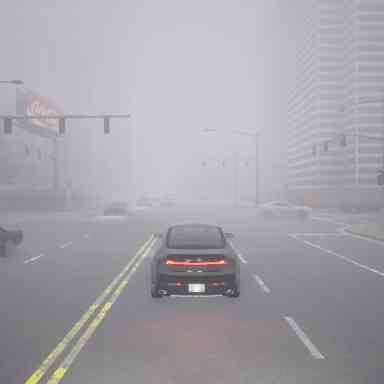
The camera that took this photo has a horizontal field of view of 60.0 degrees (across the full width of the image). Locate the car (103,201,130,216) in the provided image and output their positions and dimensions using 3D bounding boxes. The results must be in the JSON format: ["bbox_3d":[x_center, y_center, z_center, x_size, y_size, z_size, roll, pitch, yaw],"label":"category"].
[{"bbox_3d":[-7.311,1.564,32.520,1.994,1.385,4.181,0,0,0],"label":"car"}]

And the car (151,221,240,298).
[{"bbox_3d":[0.055,1.505,8.498,1.837,1.490,4.892,0,0,-1],"label":"car"}]

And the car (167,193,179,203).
[{"bbox_3d":[-3.965,1.212,63.518,2.150,2.045,5.566,0,1,0],"label":"car"}]

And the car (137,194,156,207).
[{"bbox_3d":[-7.438,1.490,52.480,2.128,1.511,4.902,0,0,0],"label":"car"}]

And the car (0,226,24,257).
[{"bbox_3d":[-7.160,1.600,10.104,1.895,1.301,4.718,0,0,0],"label":"car"}]

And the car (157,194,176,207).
[{"bbox_3d":[-3.918,1.525,51.756,1.812,1.442,4.674,0,0,0],"label":"car"}]

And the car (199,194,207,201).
[{"bbox_3d":[2.912,1.355,88.755,2.097,1.767,4.553,0,0,0],"label":"car"}]

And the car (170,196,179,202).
[{"bbox_3d":[-4.013,1.595,77.627,1.895,1.301,4.718,0,0,0],"label":"car"}]

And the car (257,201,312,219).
[{"bbox_3d":[8.084,1.525,29.213,4.674,1.442,1.812,0,0,16],"label":"car"}]

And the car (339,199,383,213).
[{"bbox_3d":[18.443,1.477,35.713,5.008,1.535,1.882,0,0,-1],"label":"car"}]
